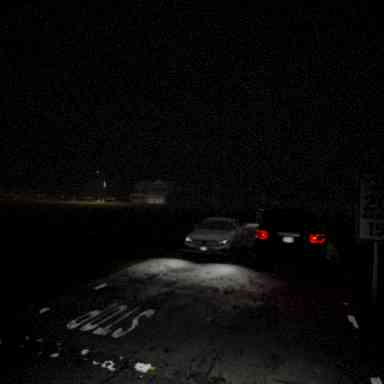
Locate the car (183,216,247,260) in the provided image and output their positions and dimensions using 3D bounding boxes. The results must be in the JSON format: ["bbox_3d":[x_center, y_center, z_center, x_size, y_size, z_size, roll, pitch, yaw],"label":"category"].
[{"bbox_3d":[1.155,1.765,13.857,1.812,1.442,4.674,2,-1,19],"label":"car"}]

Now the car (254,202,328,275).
[{"bbox_3d":[3.618,1.524,12.010,2.150,2.045,5.566,2,-1,19],"label":"car"}]

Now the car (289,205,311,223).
[{"bbox_3d":[12.463,2.434,38.187,2.097,1.767,4.553,2,-1,20],"label":"car"}]

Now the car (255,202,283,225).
[{"bbox_3d":[7.884,2.046,33.652,2.150,2.045,5.566,2,-1,19],"label":"car"}]
